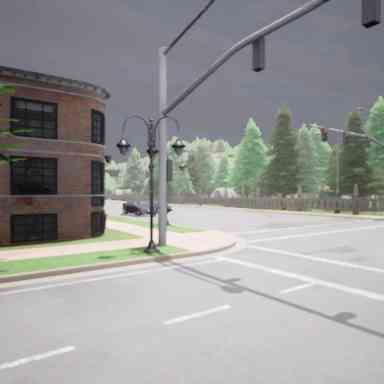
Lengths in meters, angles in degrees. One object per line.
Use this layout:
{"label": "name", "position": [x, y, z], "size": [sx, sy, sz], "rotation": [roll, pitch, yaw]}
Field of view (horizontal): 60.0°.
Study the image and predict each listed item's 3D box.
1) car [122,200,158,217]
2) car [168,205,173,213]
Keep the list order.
{"label": "car", "position": [-4.963, 1.491, 31.317], "size": [2.128, 1.511, 4.902], "rotation": [0, 0, -35]}
{"label": "car", "position": [-4.141, 1.548, 36.257], "size": [2.033, 1.411, 5.357], "rotation": [0, 0, -35]}
